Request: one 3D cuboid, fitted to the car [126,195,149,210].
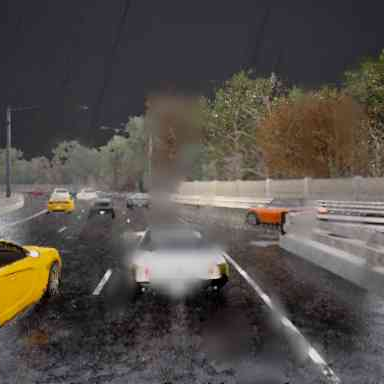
[{"bbox_3d":[-5.624,1.018,33.819,2.128,1.511,4.902,0,1,-17],"label":"car"}]

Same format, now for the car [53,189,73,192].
[{"bbox_3d":[-19.068,0.548,47.980,2.150,2.045,5.566,0,1,-27],"label":"car"}]

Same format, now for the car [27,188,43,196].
[{"bbox_3d":[-40.424,0.022,85.718,5.566,2.045,2.150,1,1,40],"label":"car"}]

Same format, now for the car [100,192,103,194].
[{"bbox_3d":[-16.641,0.683,57.658,2.128,1.511,4.902,0,1,-31],"label":"car"}]

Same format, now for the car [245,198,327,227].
[{"bbox_3d":[5.116,1.094,18.453,2.097,1.767,4.553,-1,1,-37],"label":"car"}]

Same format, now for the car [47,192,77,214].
[{"bbox_3d":[-11.607,1.062,29.532,1.882,1.535,5.008,0,1,-17],"label":"car"}]

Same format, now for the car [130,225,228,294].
[{"bbox_3d":[-0.433,1.481,8.464,1.895,1.301,4.718,0,1,-5],"label":"car"}]

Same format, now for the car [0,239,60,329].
[{"bbox_3d":[-3.653,1.404,5.106,1.882,1.535,5.008,0,1,-2],"label":"car"}]

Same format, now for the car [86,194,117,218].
[{"bbox_3d":[-6.977,1.141,25.917,1.837,1.490,4.892,0,1,-14],"label":"car"}]

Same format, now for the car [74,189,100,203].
[{"bbox_3d":[-15.242,0.547,48.121,2.150,2.045,5.566,0,1,-26],"label":"car"}]
